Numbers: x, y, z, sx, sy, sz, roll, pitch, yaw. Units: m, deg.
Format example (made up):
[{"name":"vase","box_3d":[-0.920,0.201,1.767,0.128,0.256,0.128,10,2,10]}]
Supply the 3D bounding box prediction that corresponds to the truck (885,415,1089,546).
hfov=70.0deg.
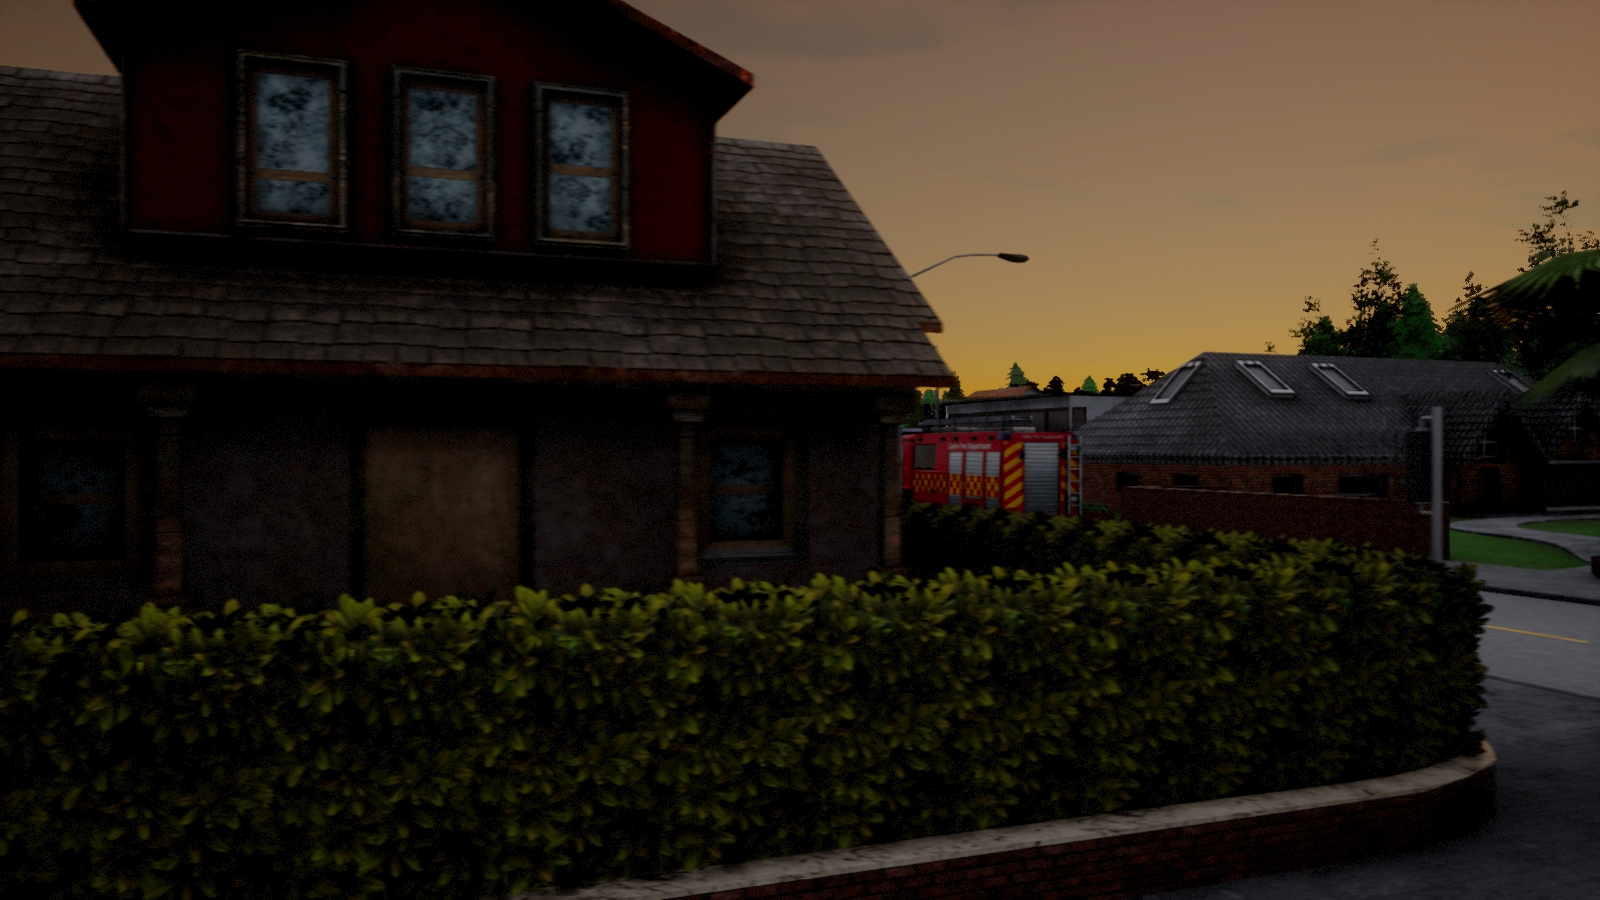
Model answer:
[{"name":"truck","box_3d":[5.903,0.893,37.982,2.891,3.827,8.468,0,0,-20]}]
